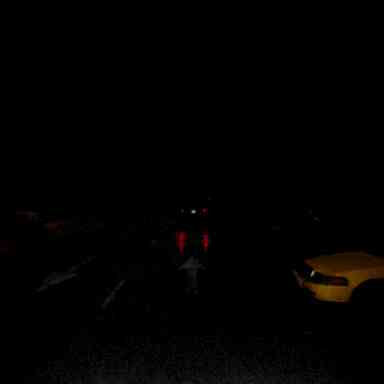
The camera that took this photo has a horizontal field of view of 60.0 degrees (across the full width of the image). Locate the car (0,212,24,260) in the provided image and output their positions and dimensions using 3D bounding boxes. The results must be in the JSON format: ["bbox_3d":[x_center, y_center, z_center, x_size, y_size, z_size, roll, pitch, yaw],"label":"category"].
[{"bbox_3d":[-8.034,1.502,9.752,5.008,1.535,2.097,0,0,0],"label":"car"}]

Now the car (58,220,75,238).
[{"bbox_3d":[-8.226,1.545,15.292,5.366,1.575,1.946,0,0,0],"label":"car"}]

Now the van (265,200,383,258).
[{"bbox_3d":[5.157,1.295,12.424,4.442,1.987,1.878,0,0,0],"label":"van"}]

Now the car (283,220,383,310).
[{"bbox_3d":[4.855,1.488,6.762,5.366,1.575,1.946,0,0,0],"label":"car"}]

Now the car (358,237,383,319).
[{"bbox_3d":[5.034,1.487,3.995,4.892,1.521,2.231,0,0,0],"label":"car"}]

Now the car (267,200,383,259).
[{"bbox_3d":[5.067,1.249,9.532,5.566,2.045,2.435,0,0,0],"label":"car"}]

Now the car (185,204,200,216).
[{"bbox_3d":[0.096,2.282,42.896,1.837,1.490,4.892,0,-2,0],"label":"car"}]

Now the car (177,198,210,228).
[{"bbox_3d":[0.100,1.433,24.195,2.150,2.045,5.566,0,-1,0],"label":"car"}]

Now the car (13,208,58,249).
[{"bbox_3d":[-8.035,1.522,12.524,4.892,1.521,2.231,0,0,0],"label":"car"}]
